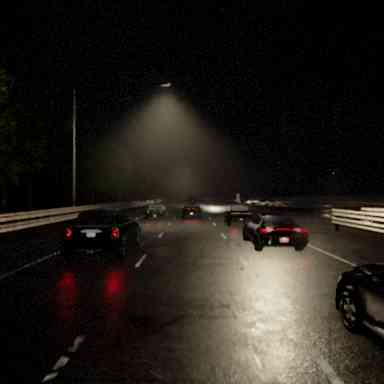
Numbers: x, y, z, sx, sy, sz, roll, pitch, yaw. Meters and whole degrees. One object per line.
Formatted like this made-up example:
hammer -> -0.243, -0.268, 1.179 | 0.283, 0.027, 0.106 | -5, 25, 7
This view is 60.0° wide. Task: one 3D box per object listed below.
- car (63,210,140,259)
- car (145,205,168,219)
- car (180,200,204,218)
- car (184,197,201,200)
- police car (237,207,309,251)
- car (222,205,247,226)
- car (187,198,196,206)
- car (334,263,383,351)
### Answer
car -> -3.406, 1.488, 13.352 | 2.097, 1.767, 4.553 | 0, -1, 0
car -> -3.414, 1.939, 32.819 | 1.895, 1.301, 4.718 | 0, -1, 0
car -> -0.027, 1.868, 34.921 | 1.837, 1.490, 4.892 | 0, 0, 0
car -> 0.078, 1.889, 58.227 | 2.150, 2.045, 5.566 | 0, -1, 0
police car -> 3.495, 1.657, 14.970 | 2.038, 1.542, 4.974 | 0, -1, 0
car -> 3.491, 1.754, 25.970 | 2.128, 1.511, 4.902 | 0, -1, 0
car -> -0.024, 2.332, 78.529 | 2.097, 1.767, 4.553 | 0, -1, 0
car -> 3.498, 1.474, 3.971 | 2.033, 1.649, 4.856 | 0, -1, 0
